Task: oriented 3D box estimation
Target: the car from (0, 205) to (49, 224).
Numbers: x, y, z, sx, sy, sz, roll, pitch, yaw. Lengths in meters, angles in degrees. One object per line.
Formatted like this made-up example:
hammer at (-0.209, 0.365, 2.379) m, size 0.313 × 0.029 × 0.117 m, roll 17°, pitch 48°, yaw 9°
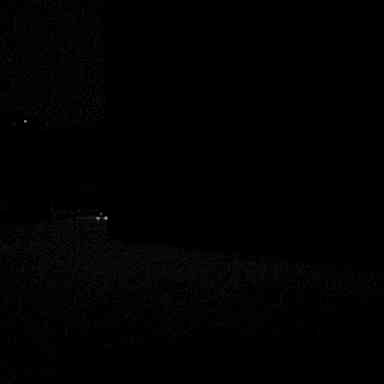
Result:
car at (-12.963, 1.692, 23.993) m, size 1.895 × 1.301 × 4.718 m, roll 0°, pitch 0°, yaw 35°

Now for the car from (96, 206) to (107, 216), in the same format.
car at (-6.790, 1.621, 32.677) m, size 2.033 × 1.411 × 5.357 m, roll 0°, pitch 0°, yaw 35°

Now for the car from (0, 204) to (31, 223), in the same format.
car at (-15.035, 1.658, 25.453) m, size 2.008 × 1.369 × 4.403 m, roll 0°, pitch 0°, yaw 35°
